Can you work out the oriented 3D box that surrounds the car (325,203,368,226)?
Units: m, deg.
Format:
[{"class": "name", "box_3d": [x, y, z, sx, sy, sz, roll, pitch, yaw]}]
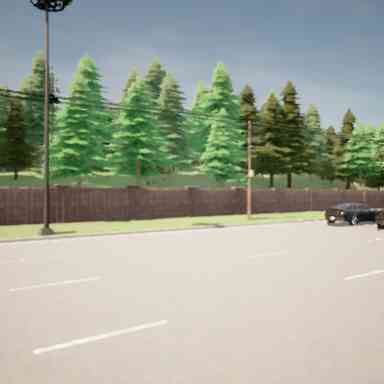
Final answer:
[{"class": "car", "box_3d": [11.507, 1.531, 23.679, 4.892, 1.490, 1.837, 1, 0, -33]}]

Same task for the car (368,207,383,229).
[{"class": "car", "box_3d": [13.361, 1.537, 20.710, 4.892, 1.490, 1.837, 1, 0, -33]}]
